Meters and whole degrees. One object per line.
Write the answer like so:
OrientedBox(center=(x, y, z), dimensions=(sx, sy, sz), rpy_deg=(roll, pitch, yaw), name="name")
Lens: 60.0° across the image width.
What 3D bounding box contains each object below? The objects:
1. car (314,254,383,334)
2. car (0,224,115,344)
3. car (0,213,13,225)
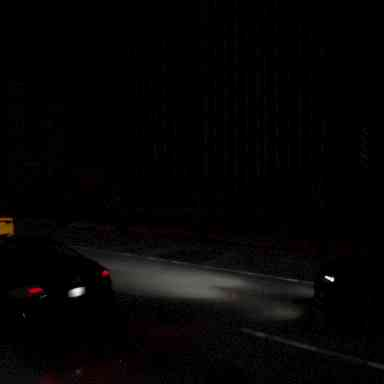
OrientedBox(center=(4.482, 1.492, 5.113), dimensions=(4.902, 1.511, 2.128), rpy_deg=(0, 0, 35), name="car")
OrientedBox(center=(-3.471, 1.574, 6.485), dimensions=(4.181, 1.385, 1.994), rpy_deg=(0, 0, 36), name="car")
OrientedBox(center=(-10.404, 1.512, 15.740), dimensions=(5.008, 1.535, 1.882), rpy_deg=(0, 0, 36), name="car")
